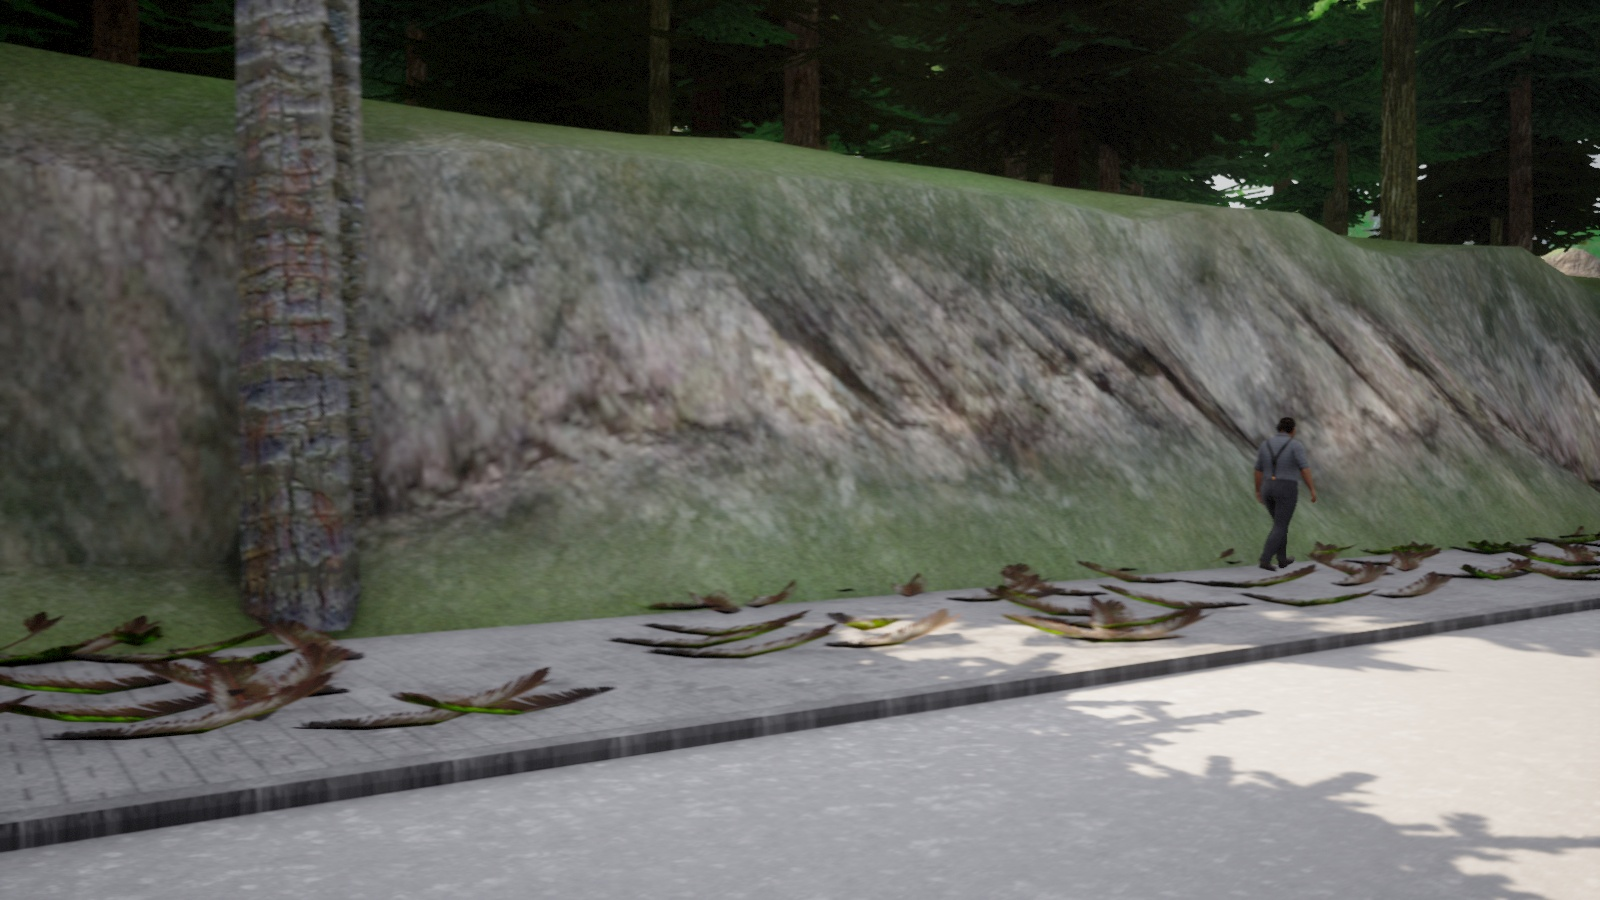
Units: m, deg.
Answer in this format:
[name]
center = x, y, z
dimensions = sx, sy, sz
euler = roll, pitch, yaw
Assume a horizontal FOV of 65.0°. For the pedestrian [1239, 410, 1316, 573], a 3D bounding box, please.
[pedestrian]
center = 5.549, 0.469, 14.598
dimensions = 0.694, 1.848, 0.540
euler = 0, 0, -35
